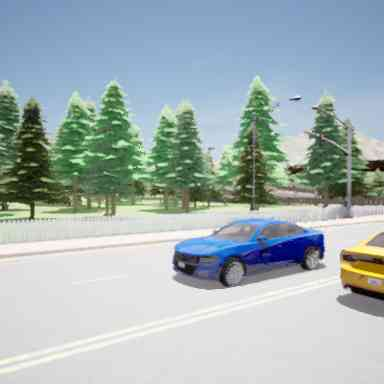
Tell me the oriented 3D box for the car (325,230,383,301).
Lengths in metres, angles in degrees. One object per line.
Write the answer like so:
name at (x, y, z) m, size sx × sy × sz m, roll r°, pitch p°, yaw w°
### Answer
car at (5.415, 1.525, 7.616) m, size 5.008 × 1.535 × 1.882 m, roll 0°, pitch 0°, yaw -35°

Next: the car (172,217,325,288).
car at (1.784, 1.515, 9.563) m, size 5.008 × 1.535 × 1.882 m, roll 0°, pitch 0°, yaw -35°
